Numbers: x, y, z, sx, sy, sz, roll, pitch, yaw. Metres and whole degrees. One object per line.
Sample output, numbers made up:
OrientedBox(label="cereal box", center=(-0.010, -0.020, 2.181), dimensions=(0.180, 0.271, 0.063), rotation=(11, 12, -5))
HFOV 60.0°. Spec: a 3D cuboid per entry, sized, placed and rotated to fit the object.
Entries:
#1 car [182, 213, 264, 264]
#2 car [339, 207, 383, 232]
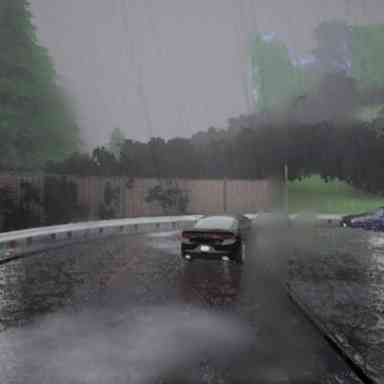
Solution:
OrientedBox(label="car", center=(1.254, 1.492, 12.050), dimensions=(1.882, 1.535, 5.008), rotation=(-1, 0, 21))
OrientedBox(label="car", center=(11.726, 1.567, 19.736), dimensions=(5.357, 1.411, 2.033), rotation=(0, 0, 0))
